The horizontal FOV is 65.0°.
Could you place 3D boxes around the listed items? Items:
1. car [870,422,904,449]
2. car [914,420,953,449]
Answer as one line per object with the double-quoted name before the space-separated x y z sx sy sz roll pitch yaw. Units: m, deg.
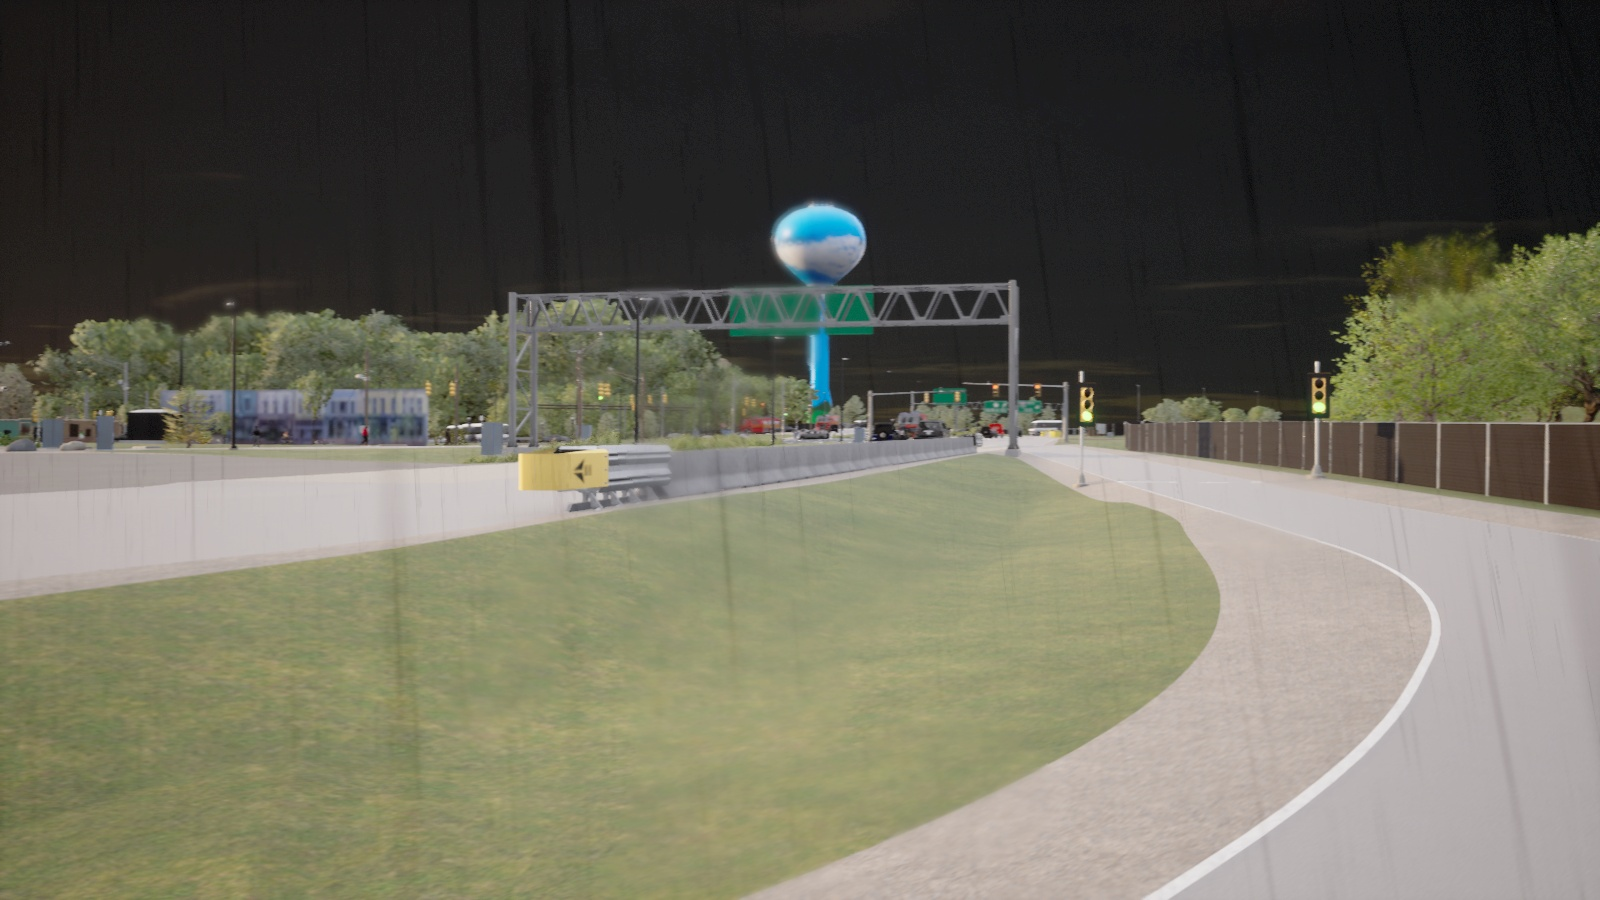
"car" 6.319 -1.066 91.162 1.905 1.878 3.866 0 1 13
"car" 9.587 -1.129 89.735 2.150 2.045 5.566 0 1 13
